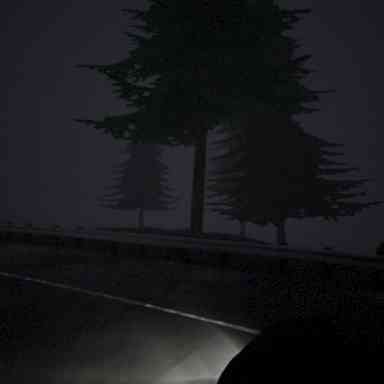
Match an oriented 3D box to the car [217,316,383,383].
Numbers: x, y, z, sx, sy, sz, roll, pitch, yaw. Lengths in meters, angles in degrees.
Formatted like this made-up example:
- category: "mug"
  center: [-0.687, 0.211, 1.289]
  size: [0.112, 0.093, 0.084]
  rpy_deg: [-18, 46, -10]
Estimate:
- category: "car"
  center: [2.735, 1.541, 1.901]
  size: [5.357, 1.411, 2.033]
  rpy_deg: [0, 0, 35]
